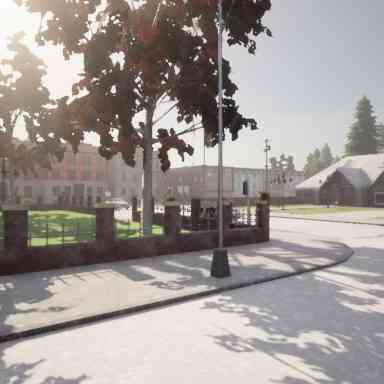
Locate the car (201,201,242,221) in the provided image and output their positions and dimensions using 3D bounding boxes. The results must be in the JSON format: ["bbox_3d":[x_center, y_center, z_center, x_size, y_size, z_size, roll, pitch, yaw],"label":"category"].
[{"bbox_3d":[1.908,1.488,26.612,2.128,1.511,4.902,0,0,-35],"label":"car"}]

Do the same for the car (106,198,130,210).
[{"bbox_3d":[-9.694,1.523,43.065,1.812,1.442,4.674,0,0,-35],"label":"car"}]
